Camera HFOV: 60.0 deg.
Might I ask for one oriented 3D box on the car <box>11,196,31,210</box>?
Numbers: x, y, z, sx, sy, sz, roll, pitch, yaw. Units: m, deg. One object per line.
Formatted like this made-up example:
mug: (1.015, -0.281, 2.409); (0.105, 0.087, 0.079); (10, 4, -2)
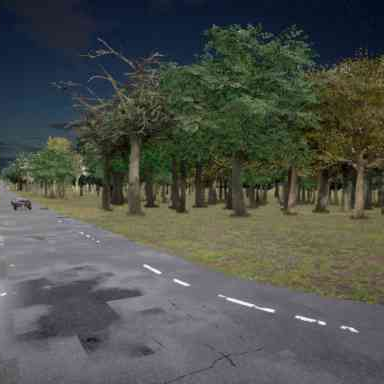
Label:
car: (-21.456, 1.431, 41.967); (1.837, 1.490, 4.892); (0, 0, -30)

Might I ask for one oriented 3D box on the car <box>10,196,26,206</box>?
car: (-28.055, 1.394, 53.539); (2.033, 1.411, 5.357); (0, 0, -29)
